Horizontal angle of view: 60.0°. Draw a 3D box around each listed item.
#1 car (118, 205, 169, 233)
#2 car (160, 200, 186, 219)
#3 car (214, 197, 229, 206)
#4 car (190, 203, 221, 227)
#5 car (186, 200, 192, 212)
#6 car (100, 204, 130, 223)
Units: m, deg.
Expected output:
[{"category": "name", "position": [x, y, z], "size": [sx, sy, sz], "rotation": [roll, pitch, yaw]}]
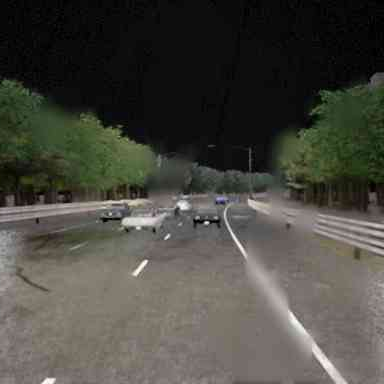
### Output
[{"category": "car", "position": [-2.874, 1.735, 20.772], "size": [1.895, 1.301, 4.718], "rotation": [0, 0, 3]}, {"category": "car", "position": [-2.122, 1.687, 31.575], "size": [2.128, 1.511, 4.902], "rotation": [0, 0, 5]}, {"category": "car", "position": [5.366, 1.740, 62.914], "size": [1.882, 1.535, 5.008], "rotation": [0, 1, 10]}, {"category": "car", "position": [1.071, 1.757, 24.335], "size": [1.895, 1.301, 4.718], "rotation": [0, 0, 3]}, {"category": "car", "position": [-1.078, 1.783, 42.383], "size": [1.812, 1.442, 4.674], "rotation": [0, 0, 6]}, {"category": "car", "position": [-5.850, 1.716, 27.152], "size": [2.033, 1.411, 5.357], "rotation": [0, 0, 4]}]
